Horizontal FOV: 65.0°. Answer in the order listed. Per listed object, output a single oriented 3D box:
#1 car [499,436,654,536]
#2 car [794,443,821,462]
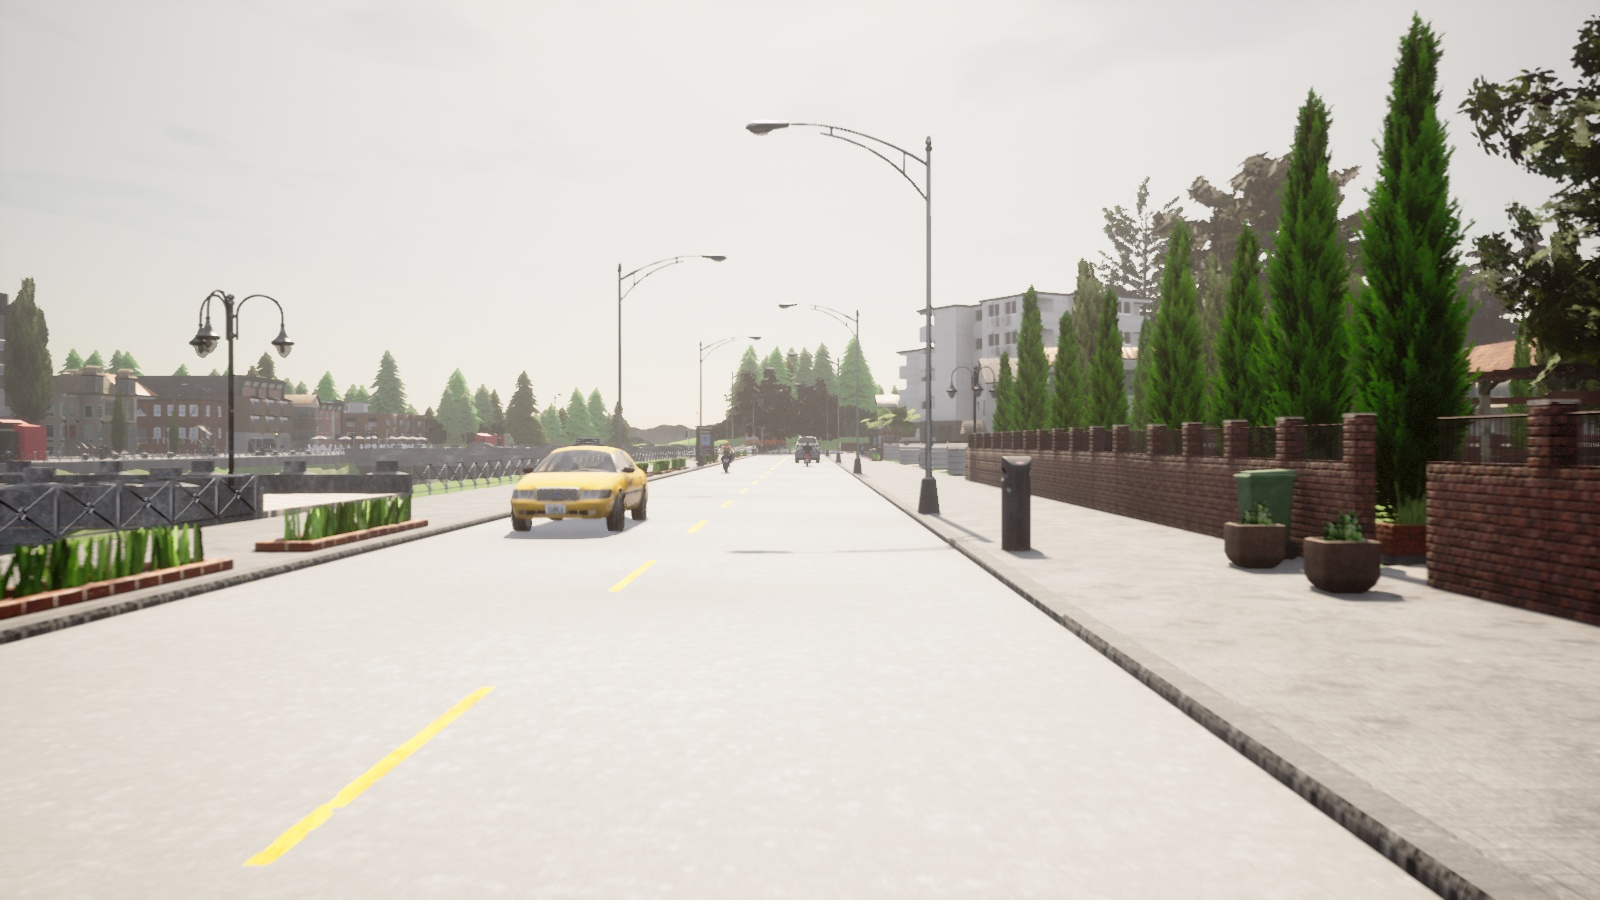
[{"bbox_3d":[-3.855,0.555,22.590,1.801,1.575,5.366,0,0,0],"label":"car"},{"bbox_3d":[0.565,0.174,95.521,1.970,1.475,3.806,0,0,0],"label":"car"}]
